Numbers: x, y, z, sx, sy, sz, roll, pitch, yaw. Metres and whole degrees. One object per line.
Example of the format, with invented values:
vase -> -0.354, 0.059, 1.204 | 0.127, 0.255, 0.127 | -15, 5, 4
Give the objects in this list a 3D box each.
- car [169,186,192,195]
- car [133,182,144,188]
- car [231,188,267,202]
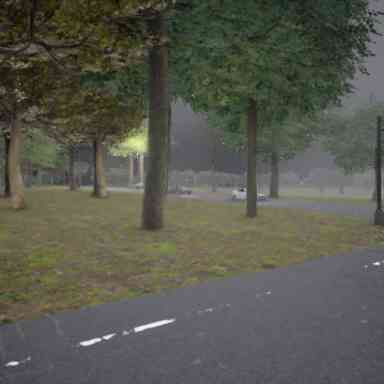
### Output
car -> -1.686, -0.233, 49.383 | 1.994, 1.385, 4.181 | 0, 2, -32
car -> -10.199, -1.132, 63.097 | 1.812, 1.442, 4.674 | 0, 2, -32
car -> 6.212, 0.299, 36.800 | 1.812, 1.442, 4.674 | 0, 2, -32
